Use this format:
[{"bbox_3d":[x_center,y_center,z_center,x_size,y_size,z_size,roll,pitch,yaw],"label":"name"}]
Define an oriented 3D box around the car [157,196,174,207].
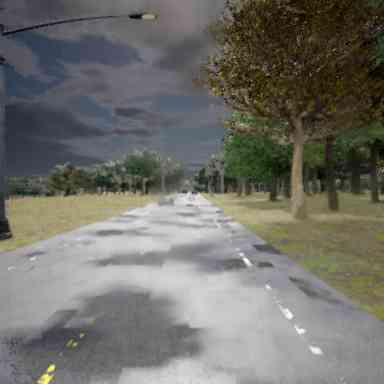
[{"bbox_3d":[-3.581,1.293,45.928,1.994,1.385,4.181,0,1,0],"label":"car"}]
